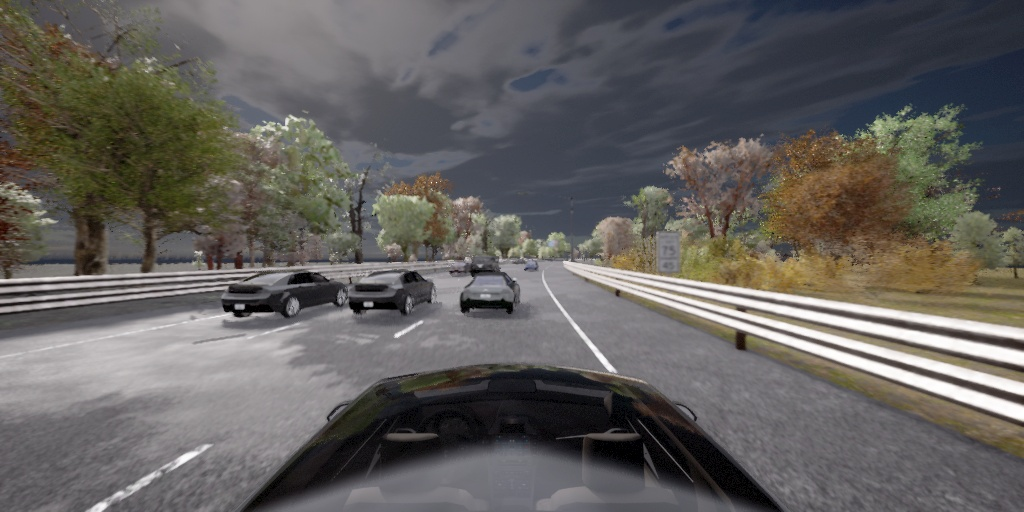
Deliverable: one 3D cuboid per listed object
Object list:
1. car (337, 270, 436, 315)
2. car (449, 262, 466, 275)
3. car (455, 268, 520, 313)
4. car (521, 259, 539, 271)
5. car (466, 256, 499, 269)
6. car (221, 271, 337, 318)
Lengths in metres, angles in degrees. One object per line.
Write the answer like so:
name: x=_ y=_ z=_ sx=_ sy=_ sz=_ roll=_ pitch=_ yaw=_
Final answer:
car: x=-4.315 y=1.270 z=13.621 sx=1.837 sy=1.490 sz=4.892 roll=0 pitch=0 yaw=4
car: x=-5.540 y=1.363 z=39.977 sx=2.033 sy=1.411 sz=5.357 roll=0 pitch=0 yaw=6
car: x=-0.761 y=1.335 z=14.234 sx=1.994 sy=1.385 sz=4.181 roll=0 pitch=0 yaw=4
car: x=2.945 y=1.408 z=52.768 sx=2.033 sy=1.411 sz=5.357 roll=0 pitch=0 yaw=7
car: x=-2.572 y=1.030 z=34.598 sx=2.150 sy=2.045 sz=5.566 roll=0 pitch=0 yaw=6
car: x=-7.867 y=1.262 z=12.998 sx=1.837 sy=1.490 sz=4.892 roll=0 pitch=0 yaw=4
